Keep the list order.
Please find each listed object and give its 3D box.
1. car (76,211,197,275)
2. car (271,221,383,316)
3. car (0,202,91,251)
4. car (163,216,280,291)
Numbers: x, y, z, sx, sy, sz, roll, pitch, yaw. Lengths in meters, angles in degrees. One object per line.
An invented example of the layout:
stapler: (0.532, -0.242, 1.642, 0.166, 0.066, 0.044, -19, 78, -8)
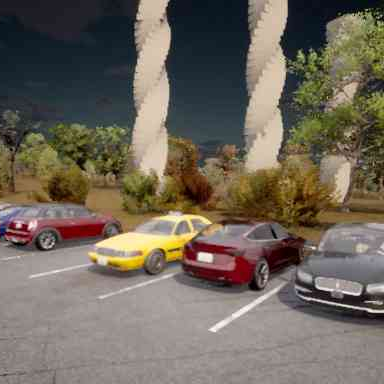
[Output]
car: (-0.730, 1.428, 10.654, 1.946, 1.575, 5.366, 1, 0, 35)
car: (3.869, 1.474, 7.612, 2.231, 1.521, 4.892, 0, 0, 35)
car: (-5.120, 1.251, 13.973, 2.185, 1.767, 4.553, 1, 1, 35)
car: (1.642, 1.485, 9.227, 2.163, 1.488, 4.792, 1, 0, 35)
